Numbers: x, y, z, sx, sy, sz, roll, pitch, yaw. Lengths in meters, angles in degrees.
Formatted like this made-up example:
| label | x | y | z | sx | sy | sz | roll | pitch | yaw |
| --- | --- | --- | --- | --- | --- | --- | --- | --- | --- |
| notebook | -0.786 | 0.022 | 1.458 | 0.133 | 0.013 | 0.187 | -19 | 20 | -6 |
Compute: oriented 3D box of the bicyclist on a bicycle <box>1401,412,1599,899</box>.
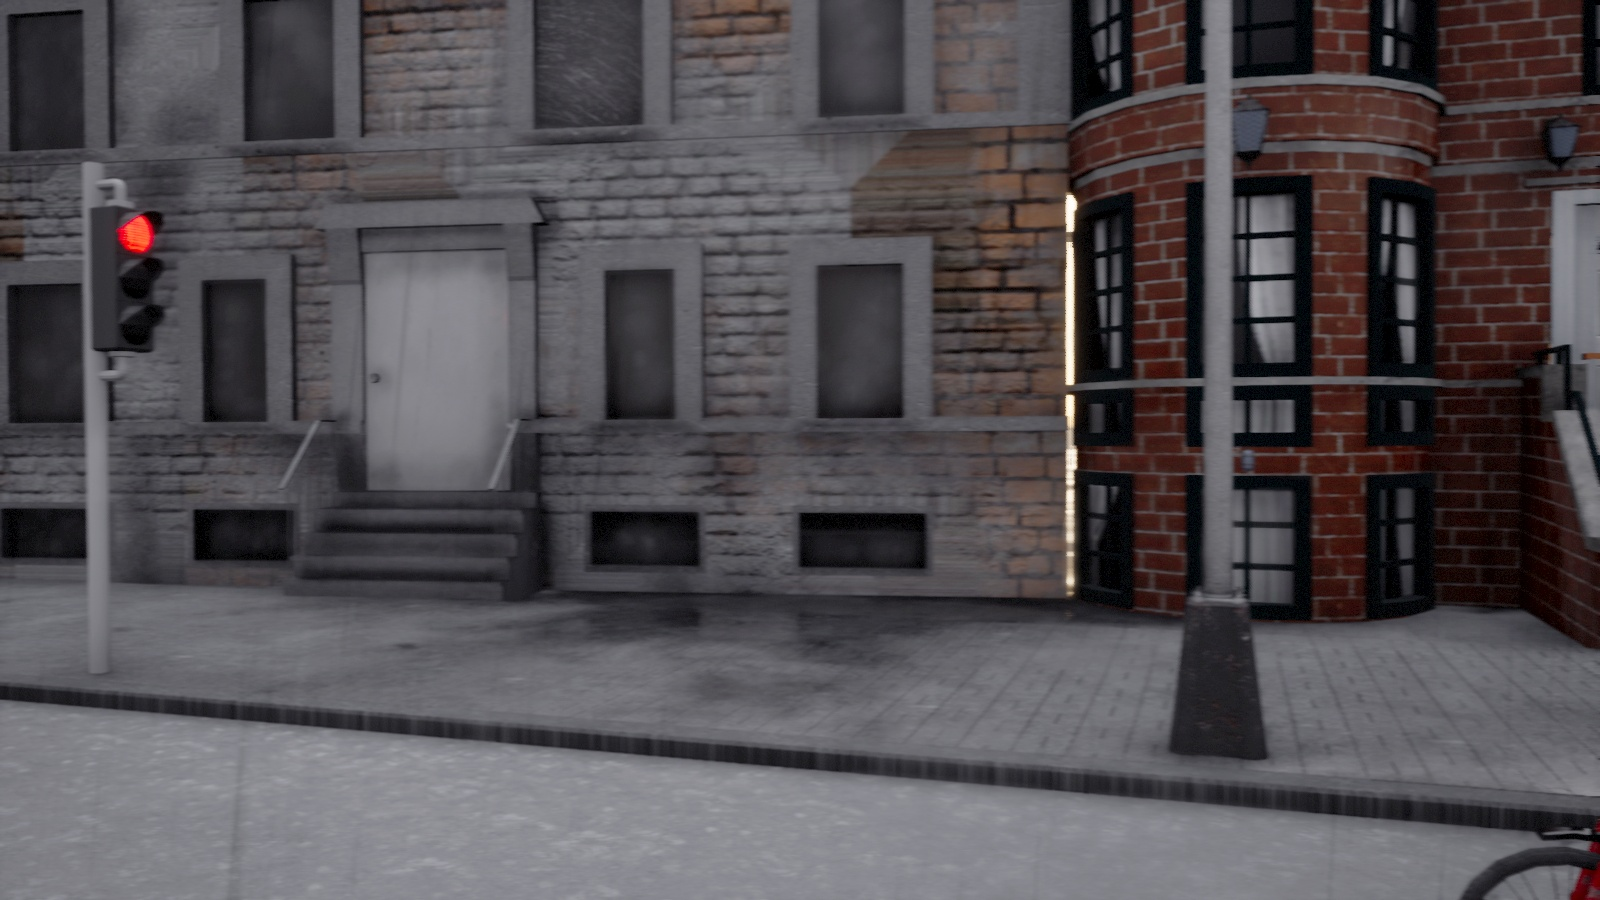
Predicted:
| label | x | y | z | sx | sy | sz | roll | pitch | yaw |
| --- | --- | --- | --- | --- | --- | --- | --- | --- | --- |
| bicyclist on a bicycle | 2.308 | 0.724 | 2.949 | 1.509 | 1.612 | 0.866 | 1 | 1 | 18 |
